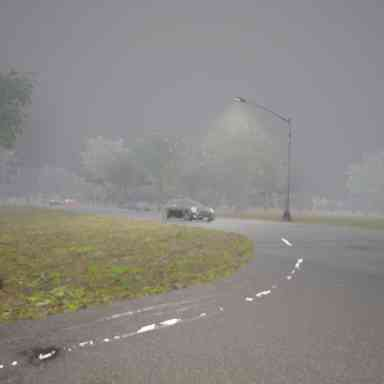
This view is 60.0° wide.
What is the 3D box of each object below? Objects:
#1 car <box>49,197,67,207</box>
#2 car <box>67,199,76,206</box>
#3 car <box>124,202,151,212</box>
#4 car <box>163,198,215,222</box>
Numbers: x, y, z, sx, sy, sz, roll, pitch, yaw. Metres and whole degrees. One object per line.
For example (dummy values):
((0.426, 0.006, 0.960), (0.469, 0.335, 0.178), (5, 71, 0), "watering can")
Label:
((-25.083, 1.773, 61.474), (2.097, 1.767, 4.553), (4, -3, -29), "car")
((-28.452, 2.317, 77.209), (2.097, 1.767, 4.553), (4, -3, -35), "car")
((-7.880, 2.093, 47.857), (2.033, 1.411, 5.357), (4, -3, -35), "car")
((-0.294, 1.288, 24.874), (2.097, 1.767, 4.553), (4, -3, -35), "car")
